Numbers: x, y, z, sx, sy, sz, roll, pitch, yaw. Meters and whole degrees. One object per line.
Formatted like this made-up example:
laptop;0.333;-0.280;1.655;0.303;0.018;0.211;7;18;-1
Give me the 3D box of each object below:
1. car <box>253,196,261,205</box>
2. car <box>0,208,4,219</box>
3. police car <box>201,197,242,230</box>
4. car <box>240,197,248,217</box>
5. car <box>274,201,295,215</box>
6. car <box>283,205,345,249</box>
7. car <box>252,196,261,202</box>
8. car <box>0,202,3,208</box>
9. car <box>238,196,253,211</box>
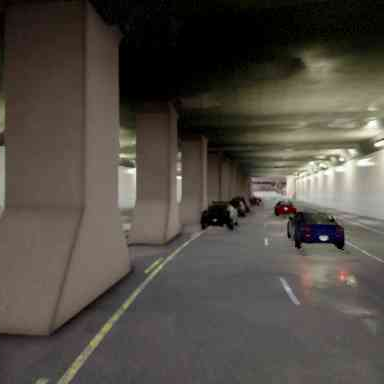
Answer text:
car;10.219;1.477;55.639;1.994;1.385;4.181;0;0;12
car;-5.927;1.447;12.613;2.128;1.511;4.902;0;0;9
police car;1.848;1.386;21.334;1.930;1.638;5.238;0;0;12
car;3.977;1.473;30.992;1.812;1.442;4.674;0;0;12
car;9.125;1.522;32.715;1.994;1.385;4.181;0;0;12
car;5.233;1.511;14.412;1.812;1.442;4.674;0;0;10
car;13.574;1.459;69.799;1.895;1.301;4.718;0;0;12
car;-9.507;1.167;12.470;2.150;2.045;5.566;0;0;9
car;5.263;1.289;36.822;2.097;1.767;4.553;0;0;12
